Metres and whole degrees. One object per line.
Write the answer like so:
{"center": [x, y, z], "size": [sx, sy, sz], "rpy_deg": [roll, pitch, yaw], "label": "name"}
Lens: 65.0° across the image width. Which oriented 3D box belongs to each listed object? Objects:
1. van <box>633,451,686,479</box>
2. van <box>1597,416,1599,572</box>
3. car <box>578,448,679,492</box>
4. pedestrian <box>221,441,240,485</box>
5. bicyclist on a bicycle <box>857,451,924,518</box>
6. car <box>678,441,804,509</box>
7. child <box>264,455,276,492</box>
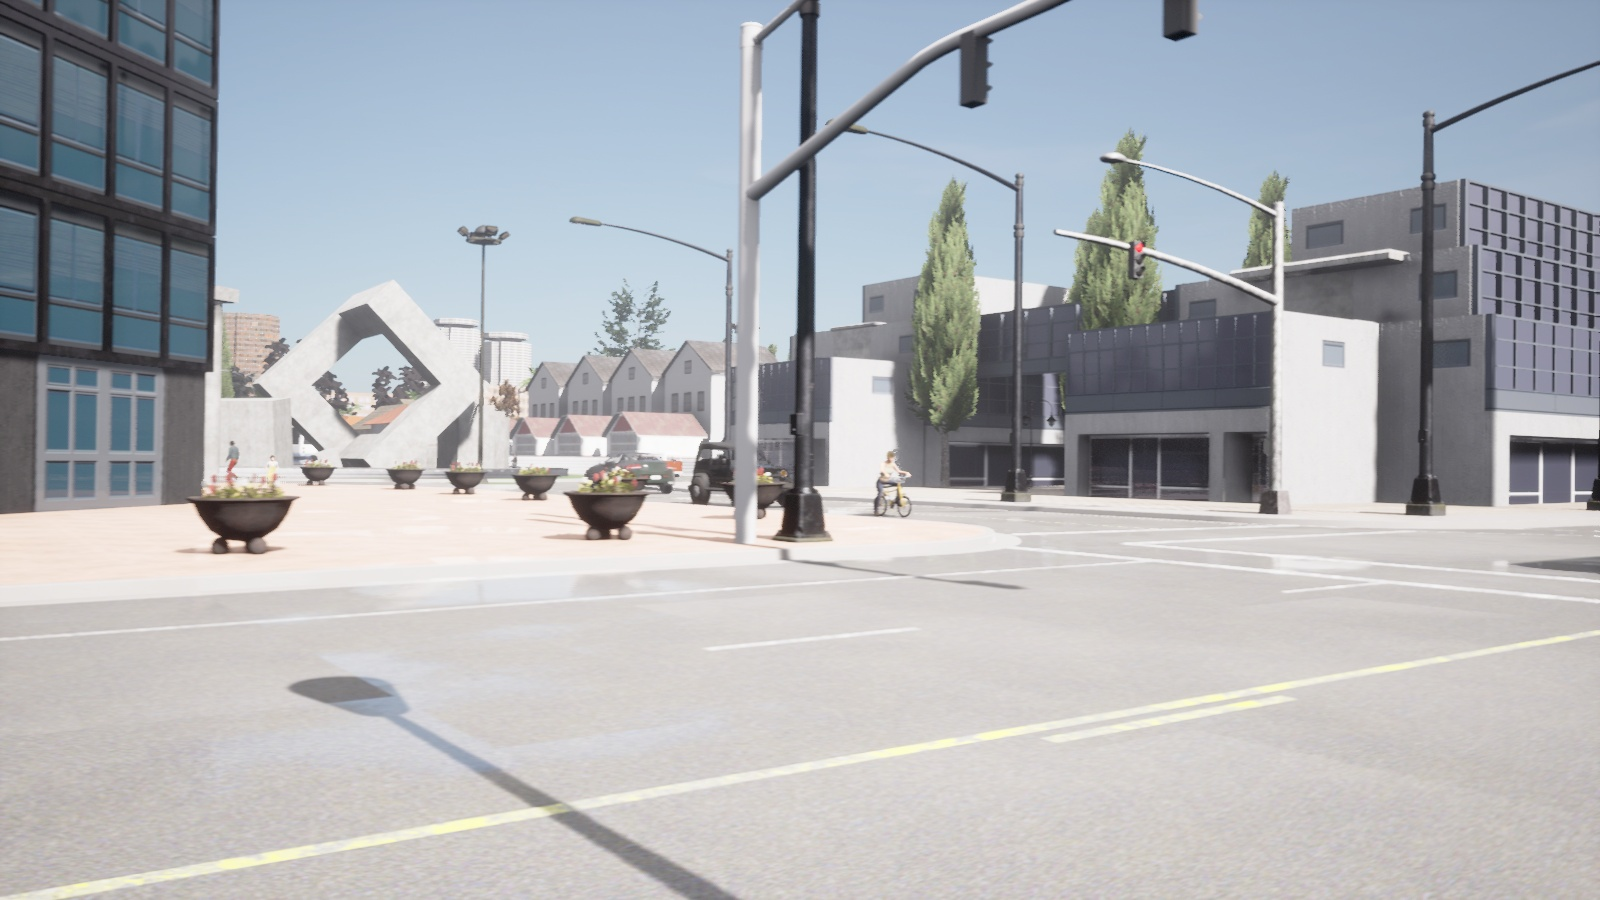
{"center": [-10.802, 1.149, 96.322], "size": [2.069, 2.038, 4.480], "rpy_deg": [1, 0, -35], "label": "van"}
{"center": [12.884, 0.591, 16.891], "size": [4.480, 2.038, 2.069], "rpy_deg": [1, -1, -35], "label": "van"}
{"center": [-6.992, 0.786, 50.763], "size": [2.152, 1.651, 5.027], "rpy_deg": [1, -1, -32], "label": "car"}
{"center": [-24.018, 0.539, 52.971], "size": [0.614, 1.847, 0.353], "rpy_deg": [0, -1, 15], "label": "pedestrian"}
{"center": [2.208, 0.826, 30.829], "size": [0.866, 1.612, 1.509], "rpy_deg": [1, -1, -34], "label": "bicyclist on a bicycle"}
{"center": [-1.782, 0.709, 36.654], "size": [1.905, 1.878, 3.866], "rpy_deg": [1, -1, -35], "label": "car"}
{"center": [-18.230, 0.796, 43.195], "size": [0.270, 1.263, 0.437], "rpy_deg": [1, -1, -41], "label": "child"}
